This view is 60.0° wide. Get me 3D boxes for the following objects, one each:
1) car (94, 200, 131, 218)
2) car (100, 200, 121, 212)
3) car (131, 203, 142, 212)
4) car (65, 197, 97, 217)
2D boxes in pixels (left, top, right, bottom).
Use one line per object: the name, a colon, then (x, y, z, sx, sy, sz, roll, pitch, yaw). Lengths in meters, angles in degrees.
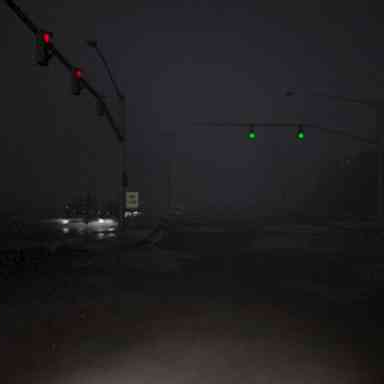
car: (-8.081, 1.808, 34.306, 2.128, 1.511, 4.902, 0, -1, 0)
car: (-11.544, 1.942, 47.490, 1.837, 1.490, 4.892, 0, -1, 1)
car: (-8.042, 1.982, 45.491, 1.994, 1.385, 4.181, 0, -1, 0)
car: (-11.566, 1.548, 35.449, 2.150, 2.045, 5.566, 0, -1, 1)
